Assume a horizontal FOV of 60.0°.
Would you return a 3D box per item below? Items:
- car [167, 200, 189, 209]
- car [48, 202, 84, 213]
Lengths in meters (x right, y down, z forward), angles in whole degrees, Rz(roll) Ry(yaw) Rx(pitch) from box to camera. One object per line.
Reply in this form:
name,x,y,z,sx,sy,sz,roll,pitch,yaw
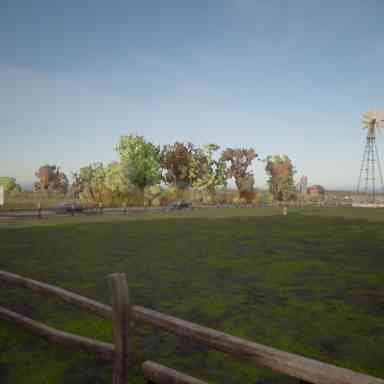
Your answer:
car,-2.393,2.154,59.237,1.837,1.490,4.892,1,-1,36
car,-15.521,1.886,41.044,1.994,1.385,4.181,1,0,36
